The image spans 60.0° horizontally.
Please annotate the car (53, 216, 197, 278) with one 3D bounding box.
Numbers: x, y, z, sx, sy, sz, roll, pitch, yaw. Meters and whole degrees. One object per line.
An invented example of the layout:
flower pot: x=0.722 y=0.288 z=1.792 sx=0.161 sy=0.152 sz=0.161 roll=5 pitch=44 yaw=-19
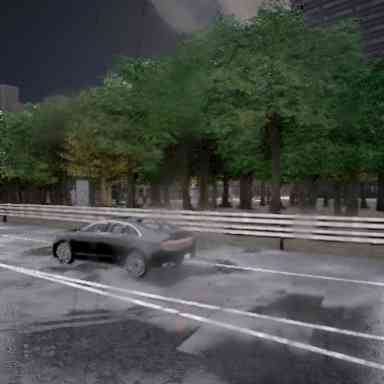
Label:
car: x=-2.179 y=1.498 z=10.123 sx=4.902 sy=1.511 sz=2.128 roll=0 pitch=0 yaw=32
